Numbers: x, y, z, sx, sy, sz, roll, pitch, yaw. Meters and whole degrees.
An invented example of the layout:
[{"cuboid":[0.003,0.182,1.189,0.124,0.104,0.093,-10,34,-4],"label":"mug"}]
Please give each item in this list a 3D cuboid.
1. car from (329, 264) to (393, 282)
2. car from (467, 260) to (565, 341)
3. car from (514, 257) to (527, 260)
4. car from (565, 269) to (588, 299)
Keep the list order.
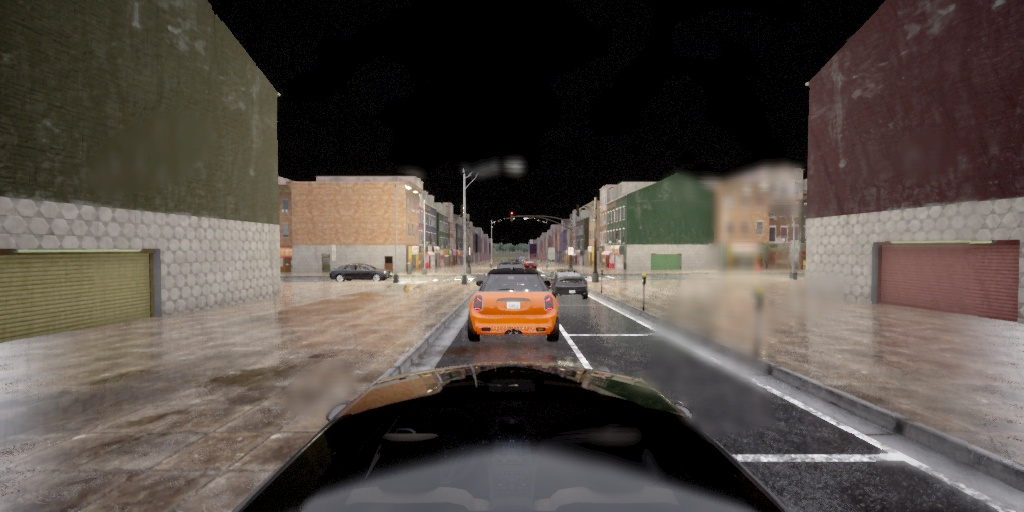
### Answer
[{"cuboid":[-12.316,1.365,29.455,4.892,1.490,1.837,0,1,-2],"label":"car"},{"cuboid":[0.042,1.100,9.999,2.097,1.767,4.553,0,0,0],"label":"car"},{"cuboid":[-0.051,1.099,19.890,2.097,1.767,4.553,0,0,0],"label":"car"},{"cuboid":[2.593,1.297,17.570,2.007,1.370,4.403,0,0,0],"label":"car"}]
